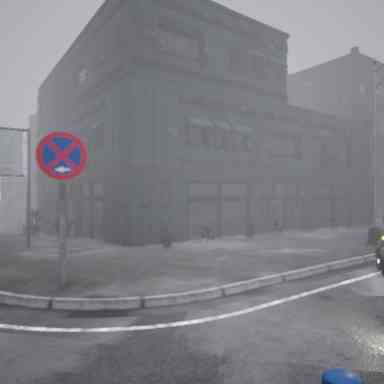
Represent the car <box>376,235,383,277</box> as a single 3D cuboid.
[{"bbox_3d":[7.074,1.219,8.675,5.566,2.045,2.150,0,0,-35],"label":"car"}]
